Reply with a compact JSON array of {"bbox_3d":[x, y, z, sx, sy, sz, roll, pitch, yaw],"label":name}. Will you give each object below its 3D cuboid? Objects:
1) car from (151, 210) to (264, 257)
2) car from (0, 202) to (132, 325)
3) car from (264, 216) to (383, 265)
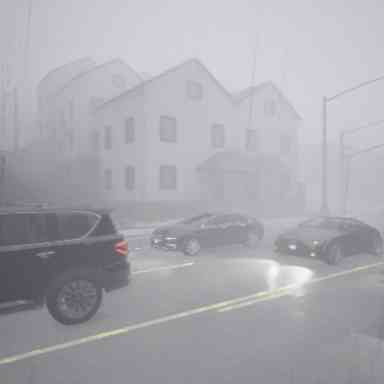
[{"bbox_3d":[0.735,1.494,13.054,4.892,1.490,1.837,0,0,-35],"label":"car"},{"bbox_3d":[-3.779,1.224,5.580,5.566,2.045,2.150,0,0,-35],"label":"car"},{"bbox_3d":[4.813,1.548,11.644,4.181,1.385,1.994,0,0,-35],"label":"car"}]
